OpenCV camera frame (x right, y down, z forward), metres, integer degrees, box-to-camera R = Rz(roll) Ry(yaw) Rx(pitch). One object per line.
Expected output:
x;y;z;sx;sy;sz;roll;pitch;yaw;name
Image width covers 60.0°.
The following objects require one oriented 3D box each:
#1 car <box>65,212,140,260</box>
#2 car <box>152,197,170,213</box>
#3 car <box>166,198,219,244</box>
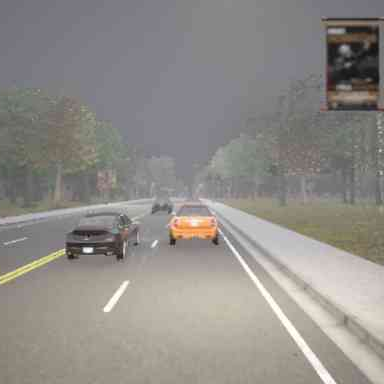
-3.154;1.514;12.508;1.837;1.490;4.892;0;0;0;car
-3.172;1.383;36.722;2.097;1.767;4.553;0;0;0;car
0.094;1.362;16.048;2.097;1.767;4.553;0;0;0;car
